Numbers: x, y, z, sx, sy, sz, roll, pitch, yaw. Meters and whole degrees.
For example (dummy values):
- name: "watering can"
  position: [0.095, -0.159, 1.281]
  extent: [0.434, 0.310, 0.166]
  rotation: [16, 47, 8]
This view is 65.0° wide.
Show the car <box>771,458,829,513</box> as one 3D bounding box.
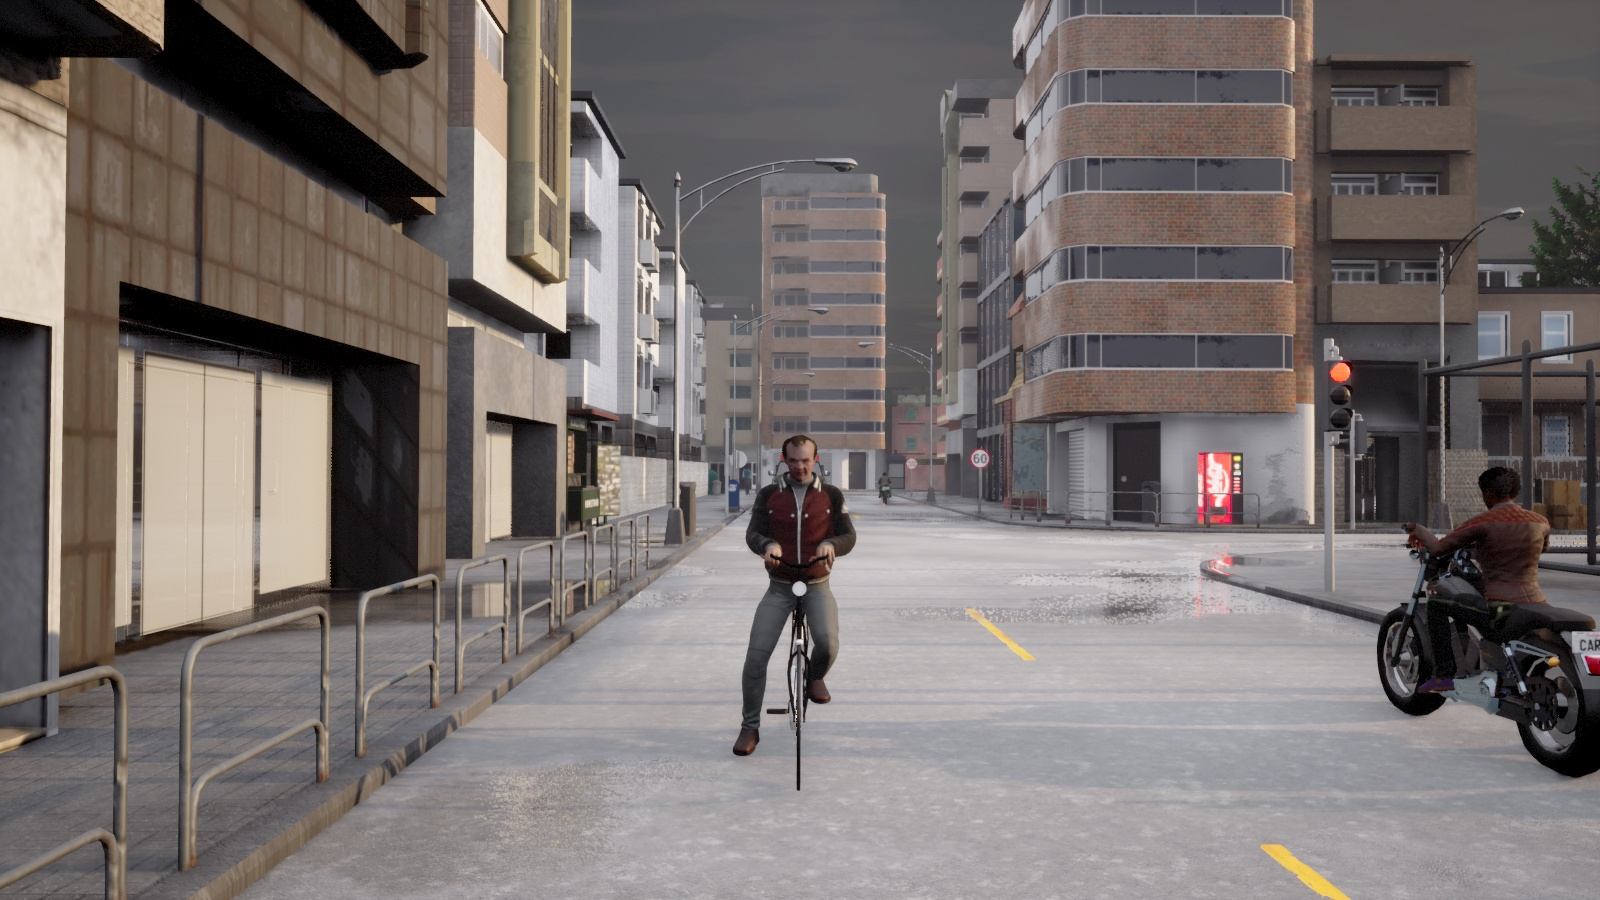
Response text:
- name: "car"
  position: [-0.029, 1.368, 49.796]
  extent: [2.150, 2.045, 5.566]
  rotation: [0, -1, -1]

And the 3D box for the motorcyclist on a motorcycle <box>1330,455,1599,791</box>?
- name: "motorcyclist on a motorcycle"
  position: [3.999, 0.872, 7.367]
  extent: [0.766, 1.649, 2.350]
  rotation: [0, -1, 0]

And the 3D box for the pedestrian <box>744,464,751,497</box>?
- name: "pedestrian"
  position: [-3.094, 1.775, 73.932]
  extent: [0.396, 1.930, 0.692]
  rotation: [0, -1, -4]

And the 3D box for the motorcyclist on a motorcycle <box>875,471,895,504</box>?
- name: "motorcyclist on a motorcycle"
  position: [3.990, 1.771, 59.147]
  extent: [0.797, 1.523, 2.044]
  rotation: [0, -1, 0]

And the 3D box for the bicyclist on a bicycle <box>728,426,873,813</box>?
- name: "bicyclist on a bicycle"
  position: [0.003, 0.797, 6.703]
  extent: [0.659, 1.776, 1.843]
  rotation: [0, -1, 0]
